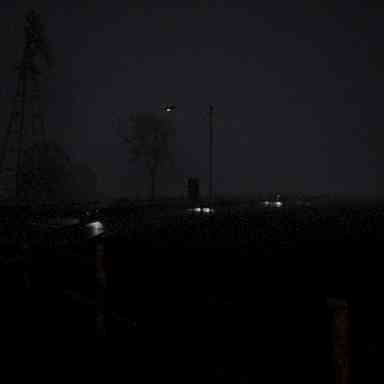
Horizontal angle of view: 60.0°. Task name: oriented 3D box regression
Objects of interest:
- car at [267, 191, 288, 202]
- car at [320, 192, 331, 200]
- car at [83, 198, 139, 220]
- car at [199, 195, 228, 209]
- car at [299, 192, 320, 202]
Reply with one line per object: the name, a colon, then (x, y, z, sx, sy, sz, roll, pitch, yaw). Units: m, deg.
car: (13.755, 0.607, 53.248, 2.097, 1.767, 4.553, 1, 2, 35)
car: (24.757, 0.710, 62.544, 1.994, 1.385, 4.181, 1, 1, 36)
car: (-6.042, 1.229, 25.505, 1.812, 1.442, 4.674, 1, 2, 35)
car: (2.527, 1.071, 37.575, 1.994, 1.385, 4.181, 1, 2, 36)
car: (18.959, 0.800, 54.360, 1.812, 1.442, 4.674, 1, 2, 35)
